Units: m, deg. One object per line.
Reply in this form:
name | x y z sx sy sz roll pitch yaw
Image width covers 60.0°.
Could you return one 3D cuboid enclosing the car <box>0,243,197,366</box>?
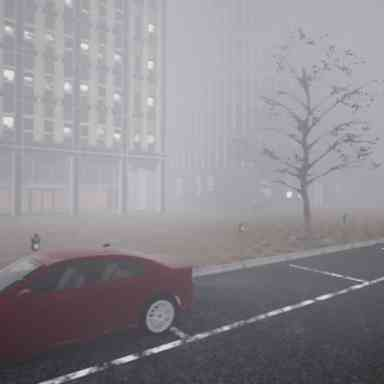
car | -2.022 1.546 5.109 4.507 1.381 1.887 0 0 -36
